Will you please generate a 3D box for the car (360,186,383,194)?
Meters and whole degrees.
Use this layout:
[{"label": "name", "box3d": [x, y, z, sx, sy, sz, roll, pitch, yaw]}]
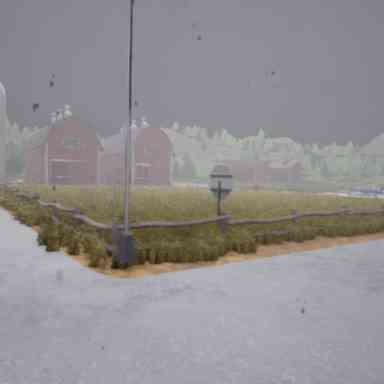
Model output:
[{"label": "car", "box3d": [41.729, -0.395, 77.415, 2.242, 1.667, 4.611, 0, 3, -36]}]
